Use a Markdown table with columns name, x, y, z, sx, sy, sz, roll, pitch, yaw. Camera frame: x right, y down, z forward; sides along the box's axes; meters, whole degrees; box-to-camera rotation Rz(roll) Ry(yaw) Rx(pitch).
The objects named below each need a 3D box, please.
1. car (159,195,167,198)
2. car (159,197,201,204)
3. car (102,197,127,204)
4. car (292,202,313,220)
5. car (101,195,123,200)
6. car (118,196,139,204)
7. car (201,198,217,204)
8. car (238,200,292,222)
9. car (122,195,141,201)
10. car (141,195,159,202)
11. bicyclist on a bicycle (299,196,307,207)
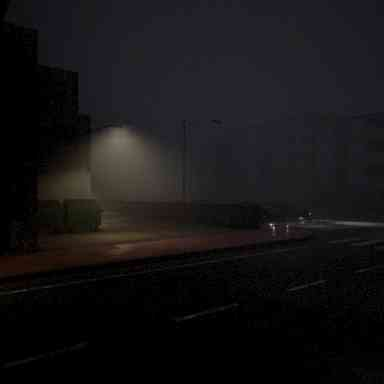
| name | x | y | z | sx | sy | sz | roll | pitch | yaw |
| --- | --- | --- | --- | --- | --- | --- | --- | --- | --- |
| car | -5.893 | 1.352 | 59.523 | 2.097 | 1.767 | 4.553 | 0 | 0 | -41 |
| car | -1.399 | 1.564 | 35.861 | 1.994 | 1.385 | 4.181 | 0 | 0 | -36 |
| car | -14.860 | 1.601 | 63.418 | 4.718 | 1.301 | 1.895 | 0 | 0 | 34 |
| car | 8.040 | 1.491 | 28.783 | 2.128 | 1.511 | 4.902 | 0 | 0 | -37 |
| car | -13.051 | 1.601 | 51.806 | 1.895 | 1.301 | 4.718 | 0 | 0 | -39 |
| car | -12.648 | 1.564 | 66.138 | 4.181 | 1.385 | 1.994 | 0 | 0 | 38 |
| car | 1.434 | 1.501 | 37.918 | 1.837 | 1.490 | 4.892 | 0 | 1 | -36 |
| car | 5.167 | 1.478 | 26.699 | 1.882 | 1.535 | 5.008 | 0 | 0 | -36 |
| car | -10.960 | 1.351 | 54.741 | 2.097 | 1.767 | 4.553 | 0 | 0 | -40 |
| car | -8.024 | 1.564 | 56.699 | 1.994 | 1.385 | 4.181 | 0 | 0 | -40 |
| bicyclist on a bicycle | 13.348 | 1.301 | 40.151 | 1.656 | 1.620 | 0.582 | 0 | 0 | -36 |
